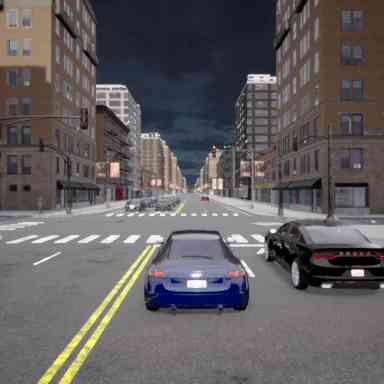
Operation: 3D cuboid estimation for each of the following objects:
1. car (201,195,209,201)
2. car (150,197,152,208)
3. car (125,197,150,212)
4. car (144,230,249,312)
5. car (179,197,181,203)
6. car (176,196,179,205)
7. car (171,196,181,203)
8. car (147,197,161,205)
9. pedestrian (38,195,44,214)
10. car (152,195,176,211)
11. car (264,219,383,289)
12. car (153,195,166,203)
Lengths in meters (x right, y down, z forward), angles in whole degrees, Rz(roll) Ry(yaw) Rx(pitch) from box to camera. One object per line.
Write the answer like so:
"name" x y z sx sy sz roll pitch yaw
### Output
"car" 3.180 1.454 80.583 1.882 1.535 5.008 0 0 0
"car" -6.638 1.495 48.452 1.837 1.490 4.892 0 0 0
"car" -6.631 1.486 39.187 2.128 1.511 4.902 0 0 0
"car" 0.081 1.563 7.781 1.994 1.385 4.181 0 0 0
"car" -3.375 1.549 59.311 1.994 1.385 4.181 0 0 0
"car" -3.385 1.495 49.767 1.837 1.490 4.892 0 0 0
"car" -3.311 1.490 69.697 2.033 1.411 5.357 0 0 0
"car" -6.629 1.587 58.376 1.895 1.301 4.718 0 0 0
"pedestrian" -14.169 1.166 31.092 0.375 1.860 0.375 0 0 0
"car" -3.382 1.498 40.443 1.837 1.490 4.892 0 0 0
"car" 3.330 1.477 9.159 1.882 1.535 5.008 0 0 0
"car" -6.568 1.473 68.491 2.128 1.511 4.902 0 0 0
